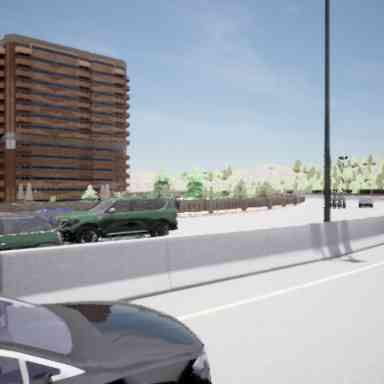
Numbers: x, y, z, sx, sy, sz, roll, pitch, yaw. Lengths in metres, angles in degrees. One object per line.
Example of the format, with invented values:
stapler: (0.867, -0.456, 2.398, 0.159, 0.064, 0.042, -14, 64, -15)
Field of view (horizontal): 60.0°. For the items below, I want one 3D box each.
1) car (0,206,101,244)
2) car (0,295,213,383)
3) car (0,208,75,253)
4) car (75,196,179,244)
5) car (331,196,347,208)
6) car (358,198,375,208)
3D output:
car: (-7.056, 1.511, 16.220, 4.674, 1.442, 1.812, 0, 0, -37)
car: (-2.036, 1.490, 2.297, 4.902, 1.511, 2.128, 0, 0, -36)
car: (-5.710, 1.345, 8.578, 4.553, 1.767, 2.097, 0, 0, -36)
car: (-3.202, 1.208, 14.695, 5.566, 2.045, 2.150, 0, 0, -37)
car: (21.102, 1.302, 47.956, 2.097, 1.767, 4.553, 0, 0, 28)
car: (24.337, 1.498, 46.457, 2.033, 1.411, 5.357, 0, 0, 28)
